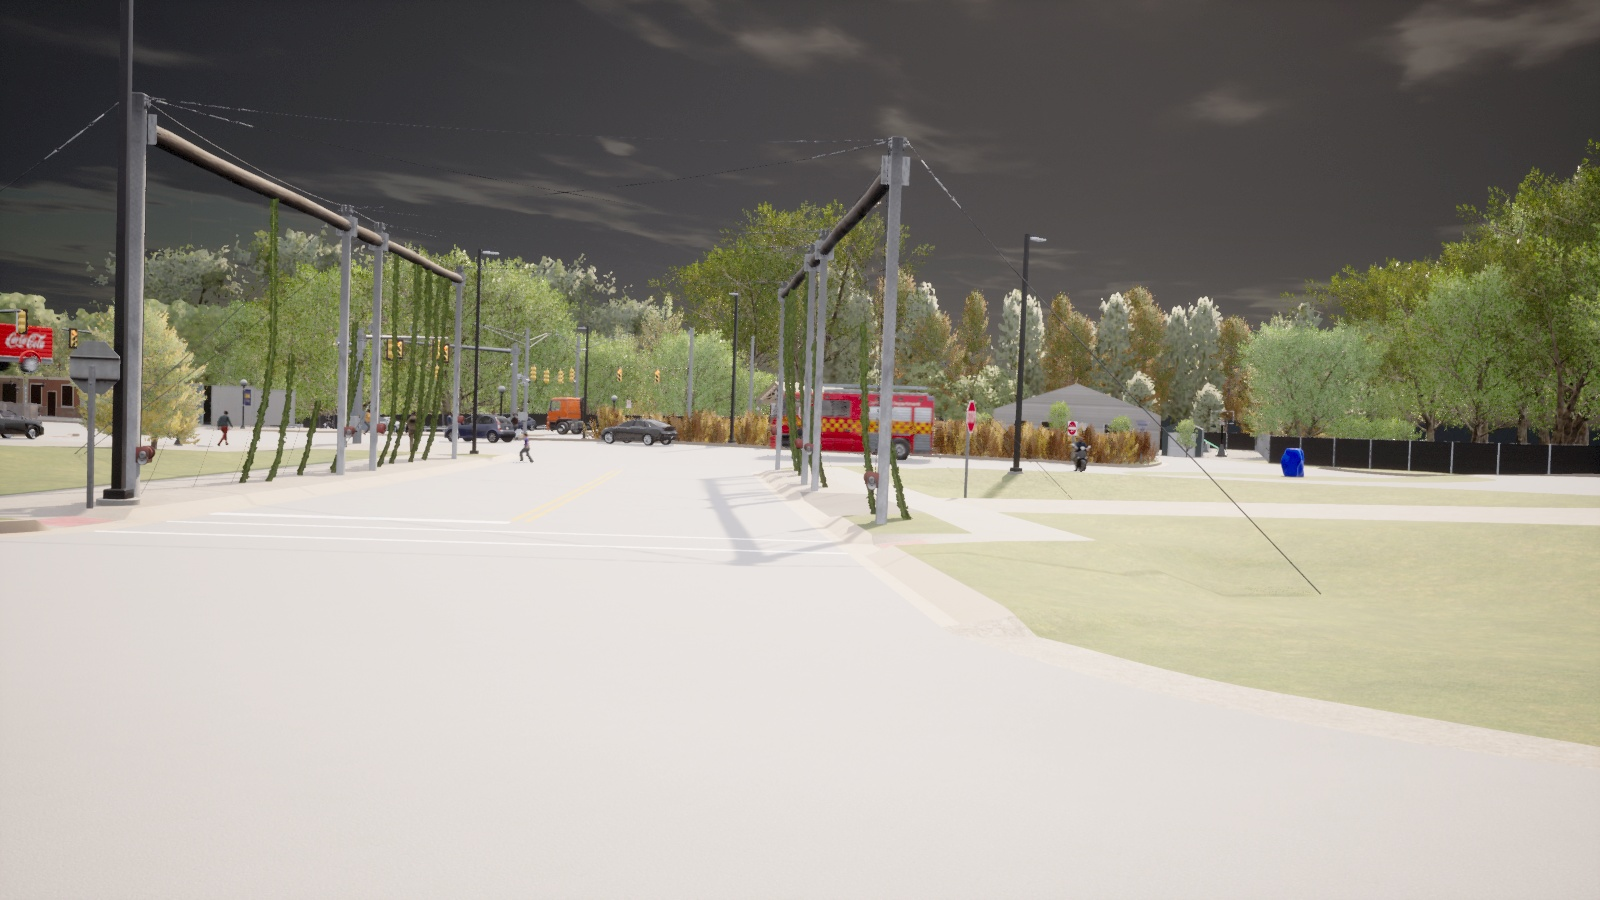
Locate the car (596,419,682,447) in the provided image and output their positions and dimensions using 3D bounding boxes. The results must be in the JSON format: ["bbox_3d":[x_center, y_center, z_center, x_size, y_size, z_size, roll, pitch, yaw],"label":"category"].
[{"bbox_3d":[-9.374,-1.016,72.963,4.892,1.490,1.837,2,3,31],"label":"car"}]

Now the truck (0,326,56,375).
[{"bbox_3d":[-43.558,-5.455,67.805,2.627,2.467,5.204,5,3,21],"label":"truck"}]

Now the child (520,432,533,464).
[{"bbox_3d":[-11.150,-0.085,51.191,0.437,1.263,0.270,2,2,5],"label":"child"}]

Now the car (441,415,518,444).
[{"bbox_3d":[-18.552,-1.212,72.721,3.988,1.617,1.851,1,2,20],"label":"car"}]

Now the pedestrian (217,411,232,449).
[{"bbox_3d":[-28.054,-0.984,61.231,0.353,1.847,0.614,2,2,9],"label":"pedestrian"}]

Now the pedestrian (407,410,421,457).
[{"bbox_3d":[-16.281,-0.689,52.940,0.396,1.930,0.692,2,2,-5],"label":"pedestrian"}]

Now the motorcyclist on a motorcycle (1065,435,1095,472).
[{"bbox_3d":[12.456,0.146,55.850,0.866,1.590,1.817,3,1,1],"label":"motorcyclist on a motorcycle"}]

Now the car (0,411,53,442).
[{"bbox_3d":[-39.786,-1.176,61.956,2.128,1.511,4.902,2,1,16],"label":"car"}]

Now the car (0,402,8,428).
[{"bbox_3d":[-53.723,-2.289,80.727,5.027,1.651,2.152,2,2,21],"label":"car"}]

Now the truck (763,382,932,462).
[{"bbox_3d":[2.496,-1.508,65.384,8.468,3.827,2.891,2,3,4],"label":"truck"}]
